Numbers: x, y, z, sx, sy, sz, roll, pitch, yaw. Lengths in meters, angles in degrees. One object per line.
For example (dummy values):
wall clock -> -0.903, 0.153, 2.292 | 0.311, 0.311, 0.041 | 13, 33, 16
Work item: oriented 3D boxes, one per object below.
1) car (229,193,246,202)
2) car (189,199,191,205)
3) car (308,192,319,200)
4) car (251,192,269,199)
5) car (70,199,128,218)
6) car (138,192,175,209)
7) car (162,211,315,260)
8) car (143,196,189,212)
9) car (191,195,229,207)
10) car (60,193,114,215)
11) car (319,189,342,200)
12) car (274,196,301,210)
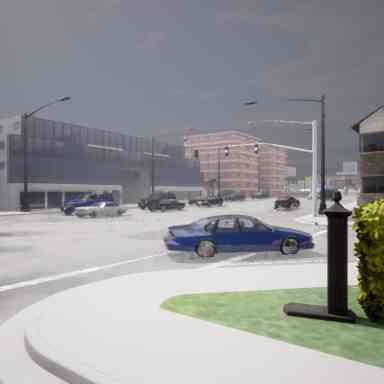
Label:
car -> 7.544, 0.901, 58.079 | 2.033, 1.411, 5.357 | 0, 1, 35
car -> 1.423, 1.247, 49.370 | 1.895, 1.301, 4.718 | 0, 2, 35
car -> 22.823, 0.706, 61.246 | 1.812, 1.442, 4.674 | 0, 0, 35
car -> 13.714, 0.733, 66.763 | 2.033, 1.411, 5.357 | 0, 0, 36
car -> -8.083, 1.555, 29.706 | 1.895, 1.301, 4.718 | 0, 0, 35
car -> -4.180, 1.072, 41.378 | 2.150, 2.045, 5.566 | 0, 1, 36
car -> 1.623, 1.542, 12.119 | 5.357, 1.411, 2.033 | 0, 0, -10
car -> -2.826, 1.493, 37.210 | 1.895, 1.301, 4.718 | 0, 1, 35
car -> 2.443, 1.217, 44.727 | 2.128, 1.511, 4.902 | 0, 1, 35
car -> -10.120, 1.171, 32.903 | 2.150, 2.045, 5.566 | 0, 0, 35
car -> 23.875, 0.429, 56.670 | 2.150, 2.045, 5.566 | 0, 1, 35
car -> 11.018, 1.239, 38.320 | 1.837, 1.490, 4.892 | 0, 1, 35
